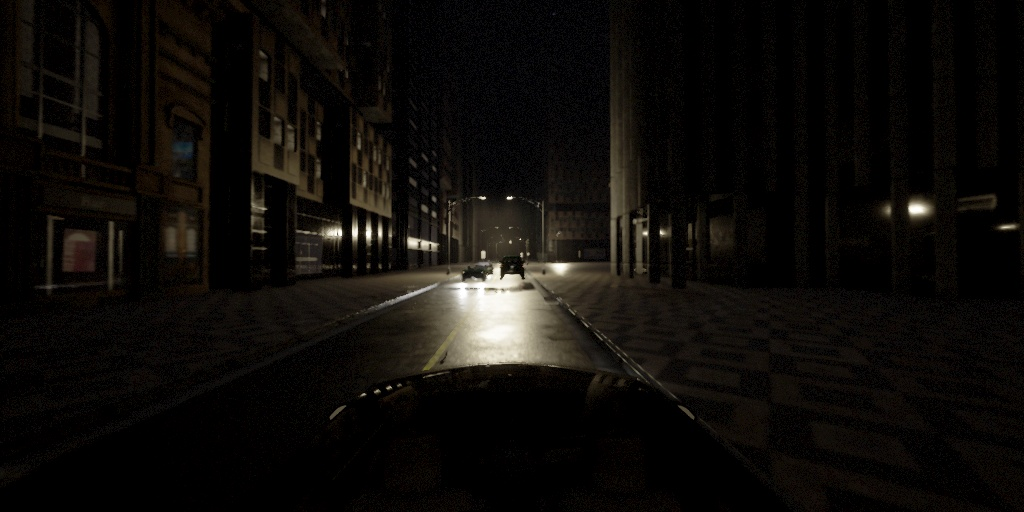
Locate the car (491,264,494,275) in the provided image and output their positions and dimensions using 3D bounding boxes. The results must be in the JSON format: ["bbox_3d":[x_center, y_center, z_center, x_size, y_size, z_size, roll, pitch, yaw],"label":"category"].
[{"bbox_3d":[-3.054,1.342,39.371,1.994,1.385,4.181,0,0,0],"label":"car"}]

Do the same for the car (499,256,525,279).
[{"bbox_3d":[0.030,0.993,32.958,2.150,2.045,5.566,0,0,0],"label":"car"}]

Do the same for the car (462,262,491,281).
[{"bbox_3d":[-3.047,1.372,30.149,1.895,1.301,4.718,0,0,0],"label":"car"}]
